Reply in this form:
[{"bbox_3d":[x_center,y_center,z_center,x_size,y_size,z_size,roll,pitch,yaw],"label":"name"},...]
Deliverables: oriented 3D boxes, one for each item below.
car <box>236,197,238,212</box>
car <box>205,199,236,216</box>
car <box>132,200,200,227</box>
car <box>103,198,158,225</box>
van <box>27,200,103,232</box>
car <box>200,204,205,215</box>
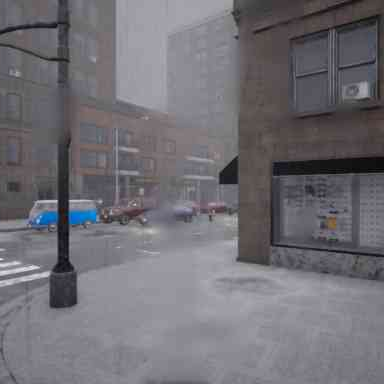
[{"bbox_3d":[5.554,1.254,33.281,2.150,2.045,5.566,0,0,36],"label":"car"},{"bbox_3d":[2.242,1.575,33.410,1.887,1.381,4.507,0,0,36],"label":"car"},{"bbox_3d":[-1.684,1.548,23.286,1.812,1.442,4.674,0,0,36],"label":"car"},{"bbox_3d":[-4.322,1.337,24.345,2.192,1.841,5.009,0,0,36],"label":"car"},{"bbox_3d":[-7.604,1.358,19.812,1.690,1.788,3.998,0,0,36],"label":"van"},{"bbox_3d":[-1.040,1.466,28.877,1.967,1.590,4.097,0,0,36],"label":"car"}]
